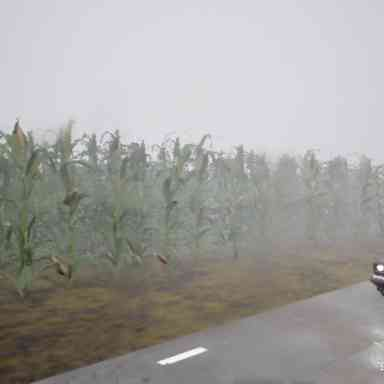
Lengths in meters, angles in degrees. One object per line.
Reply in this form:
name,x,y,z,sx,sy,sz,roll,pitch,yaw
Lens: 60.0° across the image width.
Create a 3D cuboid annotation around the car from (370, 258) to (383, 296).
car,5.912,1.598,7.285,4.718,1.301,1.895,0,0,-35
